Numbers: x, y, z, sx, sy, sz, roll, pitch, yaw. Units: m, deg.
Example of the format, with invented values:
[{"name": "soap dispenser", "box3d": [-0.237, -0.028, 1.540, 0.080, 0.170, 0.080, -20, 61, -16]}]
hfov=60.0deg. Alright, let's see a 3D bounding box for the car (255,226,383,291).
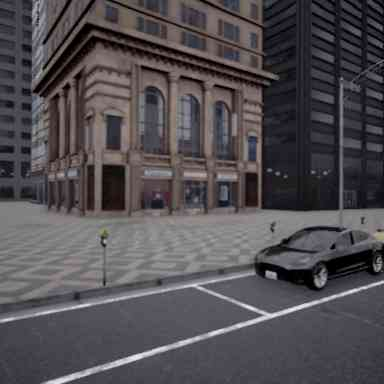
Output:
[{"name": "car", "box3d": [3.684, 1.649, 9.282, 4.313, 1.339, 1.947, 1, -1, -36]}]
